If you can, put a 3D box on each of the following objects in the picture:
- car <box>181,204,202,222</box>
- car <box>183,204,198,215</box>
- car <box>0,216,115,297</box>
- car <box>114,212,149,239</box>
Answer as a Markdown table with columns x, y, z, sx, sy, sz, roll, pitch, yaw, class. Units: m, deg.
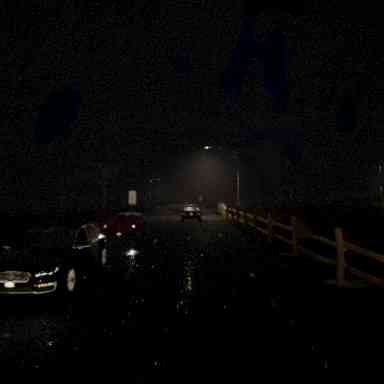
| x | y | z | sx | sy | sz | roll | pitch | yaw | class |
| --- | --- | --- | --- | --- | --- | --- | --- | --- | --- |
| -0.069 | 1.979 | 31.116 | 2.033 | 1.411 | 5.357 | 0 | -1 | 0 | car |
| -0.175 | 2.268 | 44.852 | 1.895 | 1.301 | 4.718 | 0 | -1 | 0 | car |
| -3.640 | 1.625 | 9.051 | 1.837 | 1.490 | 4.892 | 0 | -1 | 0 | car |
| -3.689 | 1.855 | 19.033 | 1.895 | 1.301 | 4.718 | 0 | -1 | 0 | car |
